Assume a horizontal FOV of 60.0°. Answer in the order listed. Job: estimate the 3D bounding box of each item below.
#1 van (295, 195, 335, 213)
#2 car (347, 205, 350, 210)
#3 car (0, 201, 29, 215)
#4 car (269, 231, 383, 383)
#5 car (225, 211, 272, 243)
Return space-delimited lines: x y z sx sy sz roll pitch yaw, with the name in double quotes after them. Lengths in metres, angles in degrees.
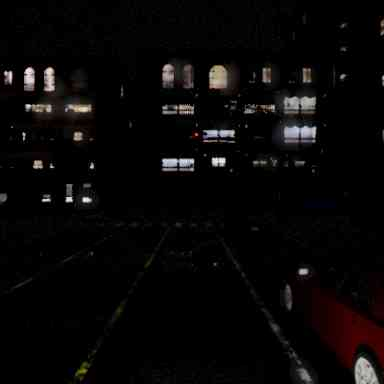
13.081 1.255 35.281 3.998 1.788 1.690 0 0 0 "van"
18.723 1.461 35.310 4.206 1.307 1.802 0 0 0 "car"
-19.703 1.674 35.234 4.403 1.369 2.008 0 0 0 "car"
2.573 1.538 4.579 1.887 1.381 4.507 1 0 0 "car"
2.573 1.548 15.706 1.947 1.339 4.313 1 0 0 "car"
